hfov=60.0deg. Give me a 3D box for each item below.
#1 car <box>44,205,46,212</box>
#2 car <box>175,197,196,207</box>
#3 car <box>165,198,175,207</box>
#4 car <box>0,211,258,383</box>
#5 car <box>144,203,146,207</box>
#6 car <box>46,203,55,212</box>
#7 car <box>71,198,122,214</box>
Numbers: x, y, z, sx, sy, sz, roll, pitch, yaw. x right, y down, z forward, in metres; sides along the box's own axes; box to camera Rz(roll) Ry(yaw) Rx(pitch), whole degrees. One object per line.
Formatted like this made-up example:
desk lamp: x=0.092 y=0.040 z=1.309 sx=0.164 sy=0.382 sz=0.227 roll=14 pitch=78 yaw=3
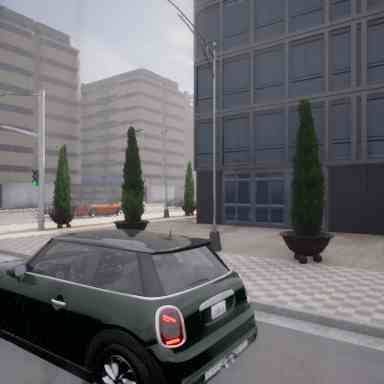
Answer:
car: x=-14.043 y=1.574 z=35.949 sx=1.837 sy=1.490 sz=4.892 roll=0 pitch=0 yaw=35
car: x=0.108 y=1.545 z=49.589 sx=1.882 sy=1.535 sz=5.008 roll=0 pitch=0 yaw=35
car: x=-2.197 y=1.574 z=52.708 sx=1.837 sy=1.490 sz=4.892 roll=0 pitch=0 yaw=35
car: x=-1.426 y=1.354 z=5.010 sx=4.553 sy=1.767 sz=2.097 roll=0 pitch=0 yaw=35
car: x=-8.146 y=1.595 z=44.288 sx=1.812 sy=1.442 sz=4.674 roll=0 pitch=0 yaw=35
car: x=-11.563 y=1.668 z=33.035 sx=1.895 sy=1.301 sz=4.718 roll=0 pitch=0 yaw=35
car: x=-8.547 y=1.418 z=31.250 sx=2.097 sy=1.767 sz=4.553 roll=0 pitch=0 yaw=35
